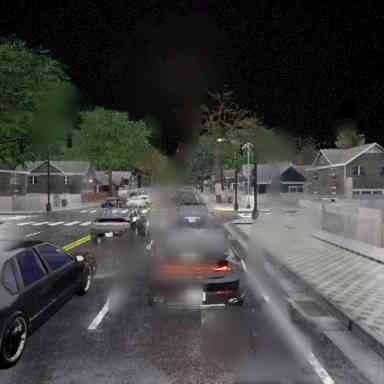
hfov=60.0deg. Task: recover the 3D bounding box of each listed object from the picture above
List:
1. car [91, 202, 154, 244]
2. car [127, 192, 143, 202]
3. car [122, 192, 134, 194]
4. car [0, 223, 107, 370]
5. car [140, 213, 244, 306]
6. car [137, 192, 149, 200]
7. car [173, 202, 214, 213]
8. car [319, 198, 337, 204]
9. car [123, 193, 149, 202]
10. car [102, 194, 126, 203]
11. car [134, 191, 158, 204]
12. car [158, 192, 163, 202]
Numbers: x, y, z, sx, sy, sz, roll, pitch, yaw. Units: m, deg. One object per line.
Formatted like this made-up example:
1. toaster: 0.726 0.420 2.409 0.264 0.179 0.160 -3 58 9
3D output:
1. car: -3.236 1.440 15.378 2.128 1.511 4.902 0 0 0
2. car: -10.168 0.844 59.479 2.097 1.767 4.553 0 1 0
3. car: -10.131 0.983 50.778 2.097 1.767 4.553 0 1 0
4. car: -3.173 1.539 5.624 2.033 1.411 5.357 0 0 0
5. car: 0.062 1.490 7.969 1.837 1.490 4.892 0 0 0
6. car: -10.152 0.832 69.151 1.994 1.385 4.181 0 1 0
7. car: 0.072 1.290 17.035 2.097 1.767 4.553 0 0 2
8. car: 12.416 1.269 30.835 4.674 1.442 1.812 0 1 -3
9. car: -6.824 1.255 41.012 1.812 1.442 4.674 0 1 0
10. car: -10.088 1.283 42.090 1.994 1.385 4.181 0 1 0
11. car: -6.881 0.853 50.689 2.150 2.045 5.566 0 1 0
12. car: -6.920 0.823 60.578 2.097 1.767 4.553 0 1 0
